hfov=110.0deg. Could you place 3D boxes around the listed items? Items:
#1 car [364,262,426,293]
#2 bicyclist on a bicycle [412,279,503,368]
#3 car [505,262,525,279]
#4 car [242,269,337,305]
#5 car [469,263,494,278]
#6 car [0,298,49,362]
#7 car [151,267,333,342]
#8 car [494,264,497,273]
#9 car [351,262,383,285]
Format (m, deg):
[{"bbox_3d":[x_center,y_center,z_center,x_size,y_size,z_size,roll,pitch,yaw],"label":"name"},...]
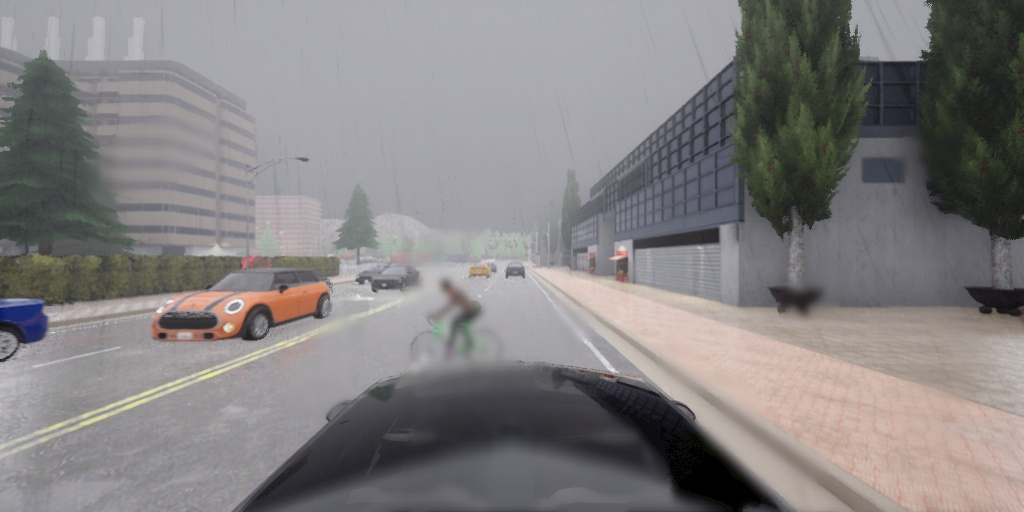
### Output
[{"bbox_3d":[-6.957,1.338,22.074,1.882,1.535,5.008,0,-1,1],"label":"car"},{"bbox_3d":[-1.005,1.228,6.453,1.656,1.620,0.582,-2,0,0],"label":"bicyclist on a bicycle"},{"bbox_3d":[0.331,1.415,36.136,1.882,1.535,5.008,0,0,0],"label":"car"},{"bbox_3d":[-10.499,1.399,17.375,1.994,1.385,4.181,0,0,0],"label":"car"},{"bbox_3d":[-3.170,1.416,36.290,1.882,1.535,5.008,0,0,0],"label":"car"},{"bbox_3d":[-10.587,1.246,5.281,1.882,1.535,5.008,0,0,0],"label":"car"},{"bbox_3d":[-7.053,1.146,9.995,2.097,1.767,4.553,0,0,0],"label":"car"},{"bbox_3d":[-3.087,1.569,48.490,1.994,1.385,4.181,0,0,0],"label":"car"},{"bbox_3d":[-10.395,1.442,28.330,2.033,1.411,5.357,0,0,0],"label":"car"}]
